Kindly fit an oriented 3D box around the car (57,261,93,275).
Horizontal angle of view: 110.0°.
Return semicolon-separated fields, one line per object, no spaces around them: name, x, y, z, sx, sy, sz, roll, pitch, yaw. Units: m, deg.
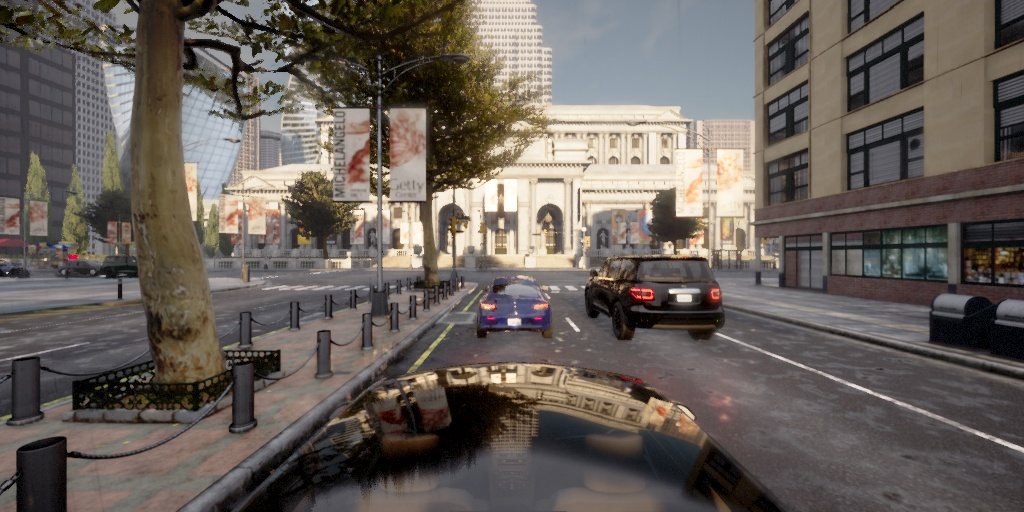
car;-44.450;1.248;37.615;4.892;1.490;1.837;0;0;-1

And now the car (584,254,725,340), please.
car;3.579;0.970;10.121;2.150;2.045;5.566;0;0;0

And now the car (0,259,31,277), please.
car;-48.954;1.095;33.956;4.553;1.767;2.097;0;0;-4

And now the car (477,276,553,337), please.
car;0.072;1.274;10.110;1.812;1.442;4.674;0;0;0

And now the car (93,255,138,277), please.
car;-35.669;0.965;34.171;5.566;2.045;2.150;0;0;0
